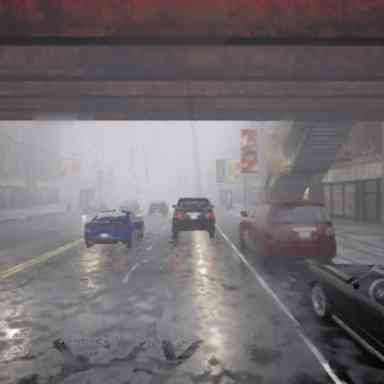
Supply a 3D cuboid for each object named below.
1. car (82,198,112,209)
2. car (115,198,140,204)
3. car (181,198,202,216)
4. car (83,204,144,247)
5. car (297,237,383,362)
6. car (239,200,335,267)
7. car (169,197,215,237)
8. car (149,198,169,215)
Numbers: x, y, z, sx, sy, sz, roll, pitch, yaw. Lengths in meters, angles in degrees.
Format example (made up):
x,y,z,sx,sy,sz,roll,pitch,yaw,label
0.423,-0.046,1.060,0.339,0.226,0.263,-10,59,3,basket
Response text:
x,y,z,sx,sy,sz,roll,pitch,yaw,label
-10.768,1.689,37.402,1.812,1.442,4.674,0,0,0,car
-7.277,1.649,38.809,1.882,1.535,5.008,0,0,0,car
-0.060,1.512,35.637,2.097,1.767,4.553,0,0,0,car
-3.412,1.546,15.369,1.882,1.535,5.008,0,0,0,car
3.169,1.617,4.432,1.895,1.301,4.718,0,0,-1,car
3.071,1.284,11.829,2.435,2.045,5.566,0,0,-1,car
0.069,1.305,18.555,2.150,2.045,5.566,0,0,0,car
-3.563,1.665,35.964,1.837,1.490,4.892,0,0,0,car
